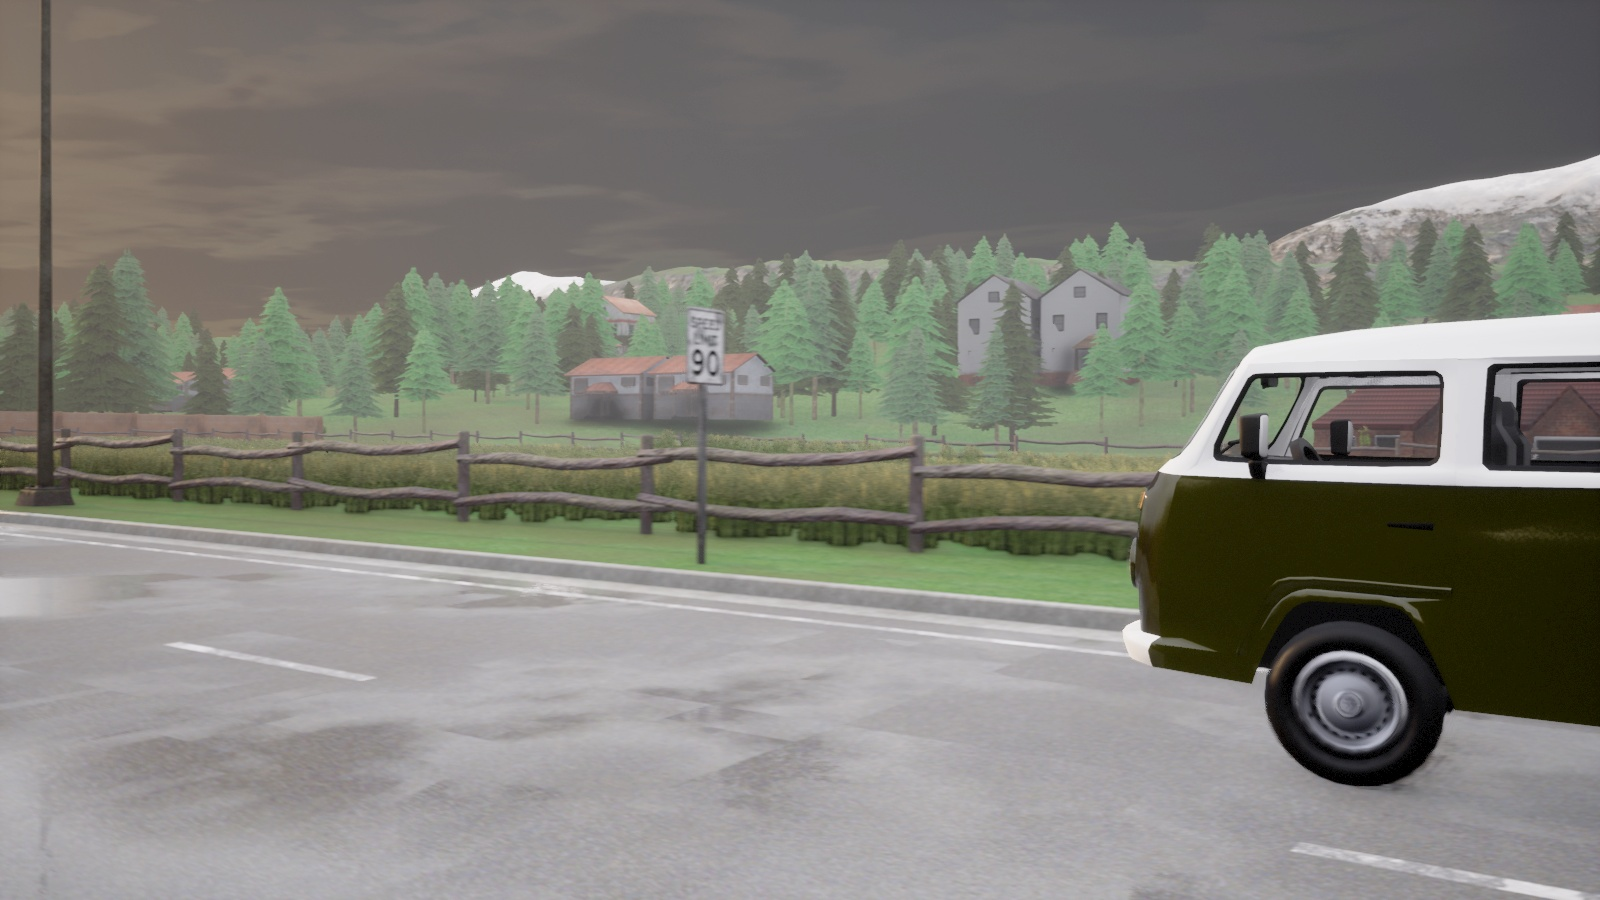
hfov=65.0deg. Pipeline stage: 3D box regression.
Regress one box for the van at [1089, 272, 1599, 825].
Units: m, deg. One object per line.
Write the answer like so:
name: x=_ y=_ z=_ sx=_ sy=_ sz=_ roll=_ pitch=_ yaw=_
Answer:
van: x=3.756 y=0.348 z=5.324 sx=4.480 sy=2.038 sz=2.069 roll=0 pitch=1 yaw=34
